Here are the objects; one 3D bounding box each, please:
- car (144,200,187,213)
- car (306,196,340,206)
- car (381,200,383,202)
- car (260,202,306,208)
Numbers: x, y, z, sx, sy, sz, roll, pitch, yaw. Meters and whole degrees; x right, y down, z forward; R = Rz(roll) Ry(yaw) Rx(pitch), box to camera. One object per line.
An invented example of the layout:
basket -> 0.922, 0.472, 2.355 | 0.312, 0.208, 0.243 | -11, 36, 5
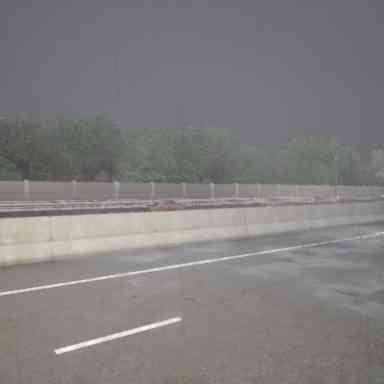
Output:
car -> -2.540, 1.511, 32.273 | 4.181, 1.385, 1.994 | 0, 0, -36
car -> 13.564, 1.446, 35.188 | 5.357, 1.411, 2.033 | 0, 0, -36
car -> 27.680, 1.307, 45.234 | 5.357, 1.411, 2.033 | 0, 0, -36
car -> 6.533, 1.499, 25.851 | 4.181, 1.385, 1.994 | 0, 0, -36
